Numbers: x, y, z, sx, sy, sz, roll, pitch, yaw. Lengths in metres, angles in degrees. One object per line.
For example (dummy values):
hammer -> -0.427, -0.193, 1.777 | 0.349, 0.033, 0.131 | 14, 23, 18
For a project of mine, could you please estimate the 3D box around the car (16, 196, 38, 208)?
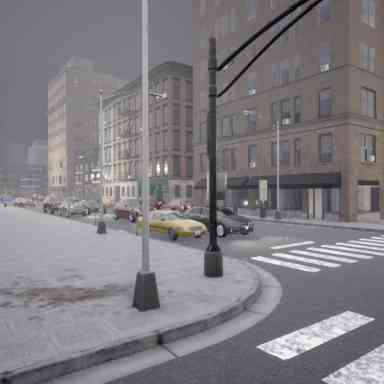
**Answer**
car -> -24.485, 1.593, 49.391 | 1.802, 1.307, 4.206 | 0, 0, -36

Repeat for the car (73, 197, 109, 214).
car -> -10.364, 1.507, 34.228 | 1.837, 1.490, 4.892 | 0, 0, -36

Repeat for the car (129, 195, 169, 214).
car -> -4.705, 1.290, 35.750 | 2.192, 1.841, 5.009 | 0, 0, -36

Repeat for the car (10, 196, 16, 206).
car -> -27.705, 1.535, 53.839 | 1.752, 1.417, 4.829 | 0, 0, -36

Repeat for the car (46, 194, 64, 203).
car -> -27.944, 1.284, 67.854 | 2.192, 1.841, 5.009 | 0, 0, -36

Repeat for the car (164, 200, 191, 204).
car -> -1.384, 1.416, 31.163 | 1.967, 1.590, 4.097 | 0, 0, -36

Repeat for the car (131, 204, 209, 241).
car -> -1.145, 1.543, 17.148 | 1.752, 1.417, 4.829 | 0, 0, -36

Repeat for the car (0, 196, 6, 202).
car -> -44.404, 1.559, 76.909 | 2.008, 1.369, 4.403 | 0, 0, -36

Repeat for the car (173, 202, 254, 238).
car -> 1.224, 1.510, 18.186 | 1.837, 1.490, 4.892 | 0, 0, -37

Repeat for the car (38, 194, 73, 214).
car -> -14.526, 1.329, 35.631 | 2.192, 1.841, 5.009 | 0, 0, -36

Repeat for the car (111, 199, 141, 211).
car -> -8.024, 1.540, 40.337 | 1.947, 1.339, 4.313 | 0, 0, -36

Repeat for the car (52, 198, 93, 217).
car -> -11.205, 1.565, 31.045 | 2.008, 1.369, 4.403 | 0, 0, -36

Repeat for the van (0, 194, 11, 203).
van -> -37.765, 1.350, 67.735 | 1.690, 1.788, 3.998 | 0, 0, -36

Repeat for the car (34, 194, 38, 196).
car -> -34.583, 1.535, 77.028 | 1.947, 1.339, 4.313 | 0, 0, -36

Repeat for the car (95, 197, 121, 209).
car -> -11.443, 1.498, 45.061 | 1.752, 1.417, 4.829 | 0, 0, -36

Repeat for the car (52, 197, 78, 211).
car -> -16.378, 1.477, 42.613 | 1.882, 1.535, 5.008 | 0, 0, -36

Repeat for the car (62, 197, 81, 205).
car -> -21.304, 1.521, 58.682 | 2.008, 1.369, 4.403 | 0, 0, -36

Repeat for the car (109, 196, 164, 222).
car -> -4.450, 1.355, 26.041 | 2.097, 1.767, 4.553 | 0, 0, -36
